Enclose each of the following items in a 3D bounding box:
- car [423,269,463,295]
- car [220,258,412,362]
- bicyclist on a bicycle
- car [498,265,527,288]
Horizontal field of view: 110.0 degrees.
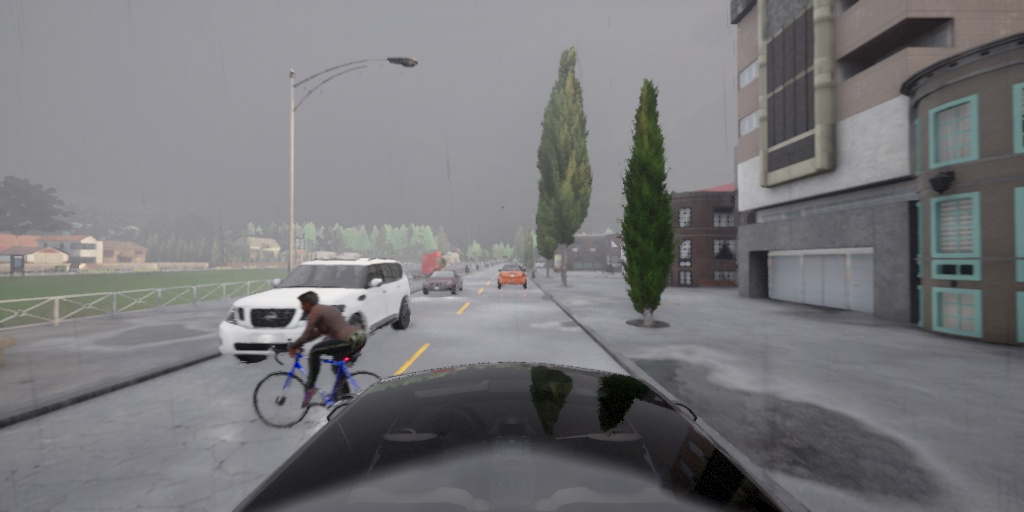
[{"bbox_3d":[-4.148,1.547,22.159,1.812,1.442,4.674,0,-1,0],"label":"car"},{"bbox_3d":[-4.116,1.066,8.779,2.150,2.045,5.566,0,-1,0],"label":"car"},{"bbox_3d":[-2.240,1.235,4.237,1.656,1.620,0.582,0,-1,0],"label":"bicyclist on a bicycle"},{"bbox_3d":[0.015,1.446,27.671,2.097,1.767,4.553,0,-1,0],"label":"car"}]
